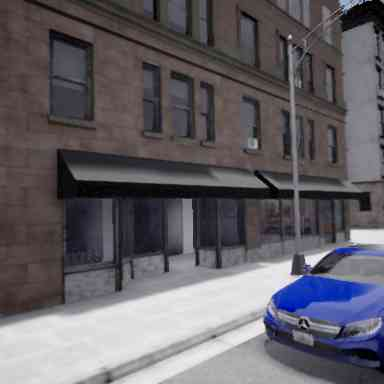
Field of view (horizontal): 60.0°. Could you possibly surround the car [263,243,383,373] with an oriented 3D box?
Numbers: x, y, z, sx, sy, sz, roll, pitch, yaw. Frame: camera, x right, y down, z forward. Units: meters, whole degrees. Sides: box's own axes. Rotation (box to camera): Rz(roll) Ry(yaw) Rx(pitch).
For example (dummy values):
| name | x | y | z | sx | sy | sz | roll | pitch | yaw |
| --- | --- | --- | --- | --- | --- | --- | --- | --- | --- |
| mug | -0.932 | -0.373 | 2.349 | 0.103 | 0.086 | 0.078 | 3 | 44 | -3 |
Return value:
| name | x | y | z | sx | sy | sz | roll | pitch | yaw |
| --- | --- | --- | --- | --- | --- | --- | --- | --- | --- |
| car | 3.231 | 1.733 | 6.063 | 4.674 | 1.442 | 1.812 | 0 | -3 | -42 |
